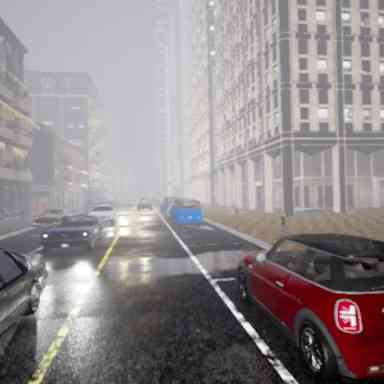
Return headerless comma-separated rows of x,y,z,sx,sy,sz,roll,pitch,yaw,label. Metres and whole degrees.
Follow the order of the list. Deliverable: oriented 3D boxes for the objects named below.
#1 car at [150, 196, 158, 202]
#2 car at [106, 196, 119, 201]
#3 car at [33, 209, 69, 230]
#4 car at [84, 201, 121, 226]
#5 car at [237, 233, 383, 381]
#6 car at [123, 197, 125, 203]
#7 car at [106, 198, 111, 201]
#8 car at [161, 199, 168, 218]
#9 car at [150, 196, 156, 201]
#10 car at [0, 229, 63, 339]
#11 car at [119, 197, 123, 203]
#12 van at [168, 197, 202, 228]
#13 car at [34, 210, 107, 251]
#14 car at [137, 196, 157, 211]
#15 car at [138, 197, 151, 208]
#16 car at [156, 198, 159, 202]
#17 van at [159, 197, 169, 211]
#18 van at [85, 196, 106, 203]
-10.323,1.822,89.341,1.947,1.339,4.313,-1,0,-8,car
-13.648,1.638,54.588,2.192,1.841,5.009,-1,0,-8,car
-8.674,1.754,21.063,2.008,1.369,4.403,-1,0,-8,car
-6.619,1.678,24.915,1.812,1.442,4.674,-1,0,-8,car
2.096,1.386,5.529,1.967,1.590,4.097,-1,0,-8,car
-16.126,1.939,71.350,2.008,1.369,4.403,-1,0,-8,car
-11.986,1.863,43.413,1.802,1.307,4.206,-1,0,-8,car
-1.215,1.570,27.879,2.008,1.369,4.403,-1,0,-8,car
-11.151,1.863,94.930,1.802,1.307,4.206,-1,0,-8,car
-3.653,1.634,4.869,2.033,1.411,5.357,-1,0,-9,car
-15.298,1.932,65.763,1.947,1.339,4.313,-1,0,-8,car
-0.392,1.341,22.291,1.690,1.788,3.998,-1,0,-8,van
-5.114,1.719,14.730,1.895,1.301,4.718,-1,0,-8,car
-6.055,1.628,42.861,2.128,1.511,4.902,-1,0,-8,car
-7.529,1.651,52.802,1.882,1.535,5.008,-1,0,-8,car
-2.871,1.624,39.054,1.947,1.339,4.313,-1,0,-8,car
-2.047,1.379,33.467,1.690,1.788,3.998,-1,0,-8,van
-11.163,1.602,37.825,1.690,1.788,3.998,-1,0,-8,van
